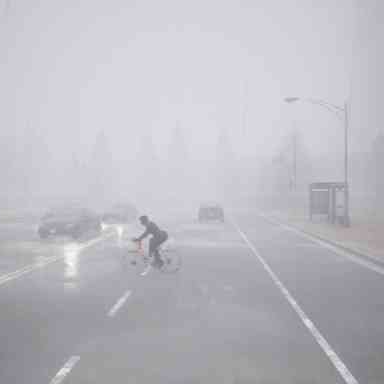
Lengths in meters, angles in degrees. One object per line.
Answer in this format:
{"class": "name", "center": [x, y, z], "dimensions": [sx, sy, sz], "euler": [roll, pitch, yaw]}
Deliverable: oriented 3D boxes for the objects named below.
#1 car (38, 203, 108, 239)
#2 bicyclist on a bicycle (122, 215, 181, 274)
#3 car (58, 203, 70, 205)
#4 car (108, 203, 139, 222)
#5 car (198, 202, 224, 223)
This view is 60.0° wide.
{"class": "car", "center": [-6.186, 1.525, 17.426], "dimensions": [1.812, 1.442, 4.674], "euler": [0, 0, 3]}
{"class": "bicyclist on a bicycle", "center": [-1.130, 1.455, 9.074], "dimensions": [1.656, 1.620, 0.582], "euler": [-2, 0, 3]}
{"class": "car", "center": [-9.217, 1.525, 24.608], "dimensions": [1.812, 1.442, 4.674], "euler": [0, 0, 4]}
{"class": "car", "center": [-5.595, 1.578, 26.355], "dimensions": [2.033, 1.411, 5.357], "euler": [0, 0, 3]}
{"class": "car", "center": [1.492, 1.478, 25.943], "dimensions": [1.882, 1.535, 5.008], "euler": [0, 0, 3]}
